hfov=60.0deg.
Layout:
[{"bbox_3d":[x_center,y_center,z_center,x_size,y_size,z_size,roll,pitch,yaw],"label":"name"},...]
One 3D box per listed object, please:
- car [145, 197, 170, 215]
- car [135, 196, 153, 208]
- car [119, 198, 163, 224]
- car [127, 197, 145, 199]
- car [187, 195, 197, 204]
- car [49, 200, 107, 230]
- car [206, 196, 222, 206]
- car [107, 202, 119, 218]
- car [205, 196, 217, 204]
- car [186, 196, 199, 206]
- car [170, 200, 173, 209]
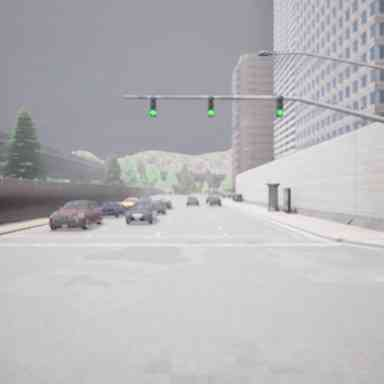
[{"bbox_3d":[-3.589,1.523,33.252,1.994,1.385,4.181,0,0,-1],"label":"car"},{"bbox_3d":[-7.050,1.433,49.319,1.882,1.535,5.008,0,0,1],"label":"car"},{"bbox_3d":[-3.582,1.454,24.333,2.128,1.511,4.902,0,0,0],"label":"car"},{"bbox_3d":[-7.077,1.437,39.246,1.882,1.535,5.008,0,0,0],"label":"car"},{"bbox_3d":[0.021,1.424,62.523,1.882,1.535,5.008,0,0,0],"label":"car"},{"bbox_3d":[-7.088,1.318,20.744,2.097,1.767,4.553,0,0,0],"label":"car"},{"bbox_3d":[3.614,1.452,52.002,1.837,1.490,4.892,0,0,0],"label":"car"},{"bbox_3d":[-7.085,1.563,29.730,1.895,1.301,4.718,0,0,0],"label":"car"},{"bbox_3d":[3.518,1.449,62.399,1.837,1.490,4.892,0,0,0],"label":"car"},{"bbox_3d":[0.125,1.514,52.575,1.994,1.385,4.181,0,0,-1],"label":"car"},{"bbox_3d":[-3.565,1.556,43.235,1.895,1.301,4.718,0,0,0],"label":"car"}]
